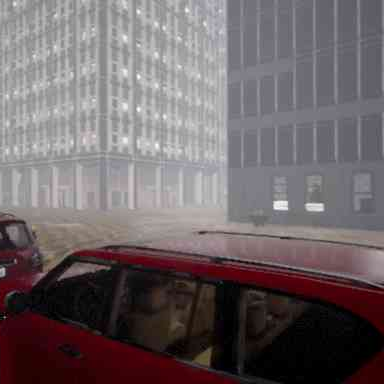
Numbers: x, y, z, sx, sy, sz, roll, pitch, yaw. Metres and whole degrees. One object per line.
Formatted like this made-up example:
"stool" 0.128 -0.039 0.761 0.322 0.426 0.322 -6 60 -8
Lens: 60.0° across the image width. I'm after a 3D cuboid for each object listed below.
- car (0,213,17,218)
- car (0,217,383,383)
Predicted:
"car" -4.852 1.285 6.346 5.009 1.841 2.192 0 0 36
"car" -0.221 1.308 3.042 5.009 1.841 2.192 0 0 36
